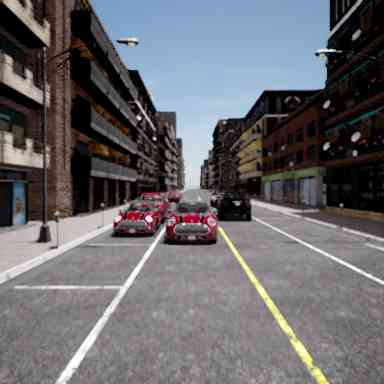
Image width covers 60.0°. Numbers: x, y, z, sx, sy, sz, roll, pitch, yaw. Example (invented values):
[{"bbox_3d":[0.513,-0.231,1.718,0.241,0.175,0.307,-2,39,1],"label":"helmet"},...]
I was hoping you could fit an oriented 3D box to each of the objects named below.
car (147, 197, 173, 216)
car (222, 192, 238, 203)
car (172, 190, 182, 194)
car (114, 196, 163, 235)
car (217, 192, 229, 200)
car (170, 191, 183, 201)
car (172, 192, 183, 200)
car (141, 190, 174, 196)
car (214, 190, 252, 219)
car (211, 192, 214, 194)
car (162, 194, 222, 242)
[{"bbox_3d":[-2.655,1.187,28.169,1.802,1.307,4.206,0,1,0],"label":"car"},{"bbox_3d":[5.756,0.819,50.866,1.752,1.417,4.829,0,1,0],"label":"car"},{"bbox_3d":[-2.624,0.604,50.708,2.192,1.841,5.009,0,1,0],"label":"car"},{"bbox_3d":[-2.669,1.202,16.895,1.967,1.590,4.097,0,1,0],"label":"car"},{"bbox_3d":[5.770,0.683,61.968,1.887,1.381,4.507,0,1,0],"label":"car"},{"bbox_3d":[-2.617,0.650,56.345,1.967,1.590,4.097,0,1,0],"label":"car"},{"bbox_3d":[-2.610,0.675,61.983,1.887,1.381,4.507,0,1,0],"label":"car"},{"bbox_3d":[-2.661,0.998,22.529,2.192,1.841,5.009,0,1,0],"label":"car"},{"bbox_3d":[3.063,0.877,24.888,2.150,2.045,5.566,0,1,0],"label":"car"},{"bbox_3d":[3.089,1.040,40.376,1.895,1.301,4.718,0,1,1],"label":"car"},{"bbox_3d":[0.030,1.145,14.942,2.097,1.767,4.553,0,1,1],"label":"car"}]
